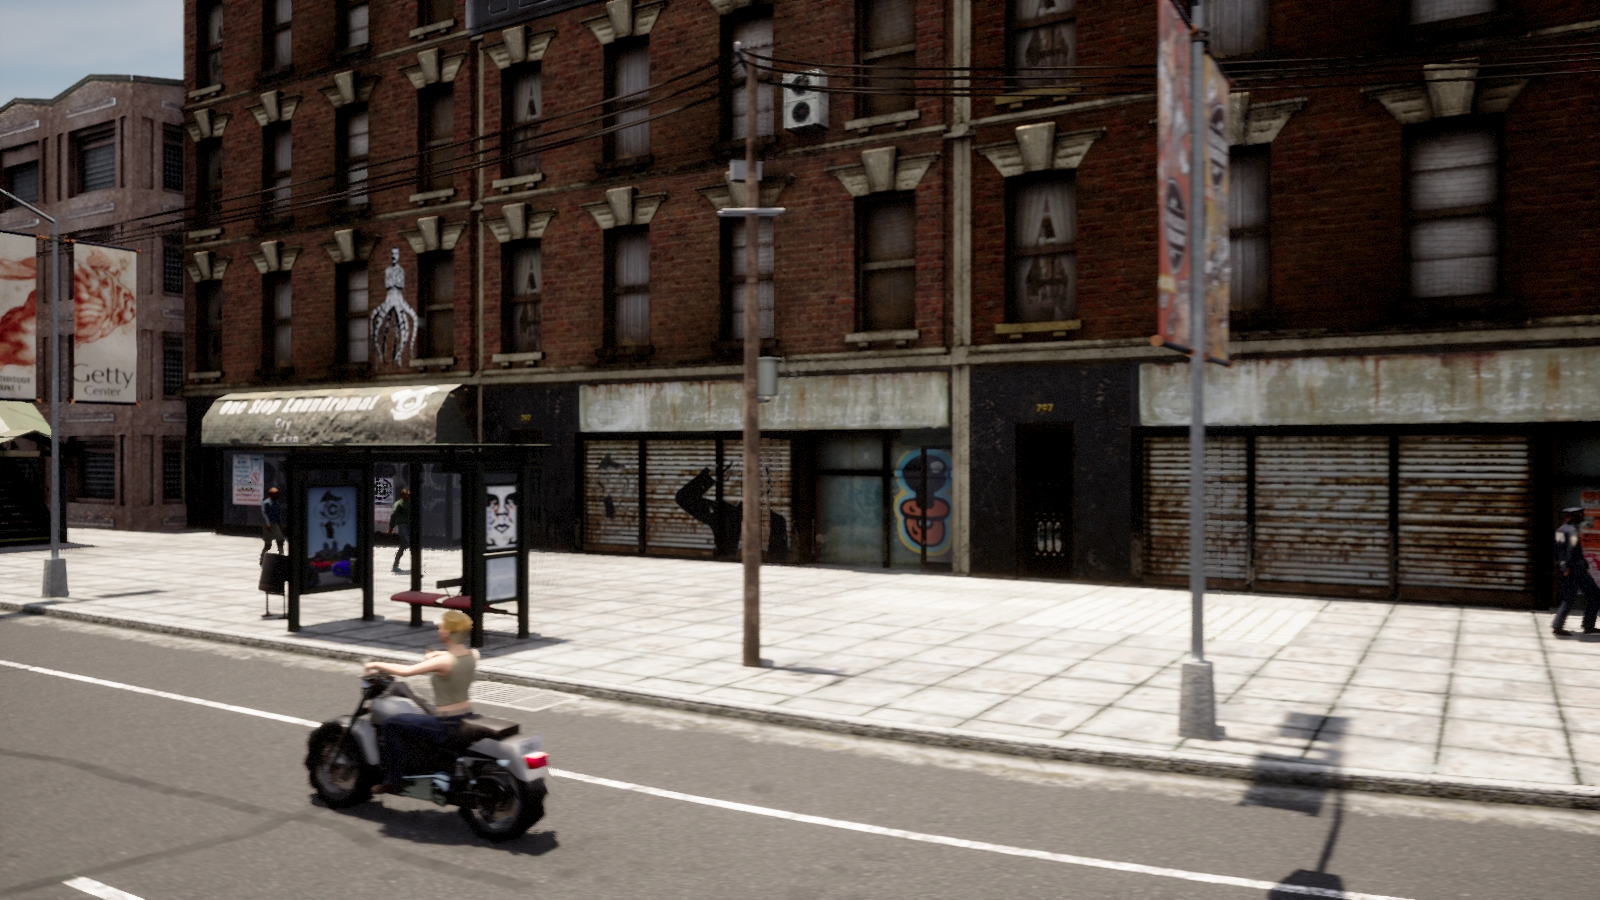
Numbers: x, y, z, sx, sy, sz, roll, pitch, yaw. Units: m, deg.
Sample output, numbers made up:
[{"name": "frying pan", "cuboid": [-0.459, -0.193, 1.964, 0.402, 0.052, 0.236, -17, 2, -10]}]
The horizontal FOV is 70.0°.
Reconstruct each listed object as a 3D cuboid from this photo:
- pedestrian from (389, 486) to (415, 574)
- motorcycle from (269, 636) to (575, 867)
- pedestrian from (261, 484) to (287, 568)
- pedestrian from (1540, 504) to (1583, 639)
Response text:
[{"name": "pedestrian", "cuboid": [-8.555, 1.710, 24.572, 0.375, 1.860, 0.375, 0, 0, 20]}, {"name": "motorcycle", "cuboid": [-2.870, 2.175, 8.594, 2.356, 1.277, 0.764, 0, 0, 28]}, {"name": "pedestrian", "cuboid": [-11.871, 1.710, 25.798, 0.375, 1.860, 0.375, 0, 0, 21]}, {"name": "pedestrian", "cuboid": [10.761, 1.709, 16.150, 0.375, 1.860, 0.375, 0, 0, 3]}]
